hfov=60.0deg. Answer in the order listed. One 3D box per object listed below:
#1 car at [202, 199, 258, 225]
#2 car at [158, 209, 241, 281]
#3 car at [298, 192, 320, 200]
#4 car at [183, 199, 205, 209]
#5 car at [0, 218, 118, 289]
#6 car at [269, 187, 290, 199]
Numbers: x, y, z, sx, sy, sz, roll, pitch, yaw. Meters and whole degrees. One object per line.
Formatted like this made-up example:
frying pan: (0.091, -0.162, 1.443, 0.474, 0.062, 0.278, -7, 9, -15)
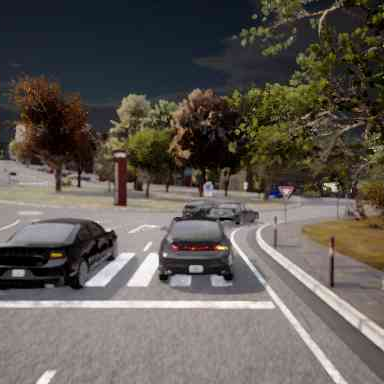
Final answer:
car: (2.960, 1.436, 22.708, 2.033, 1.411, 5.357, 1, -1, 28)
car: (0.105, 1.447, 9.711, 1.837, 1.490, 4.892, 0, 0, 0)
car: (20.606, 0.561, 58.529, 1.812, 1.442, 4.674, 0, 2, -15)
car: (1.211, 1.344, 25.983, 1.837, 1.490, 4.892, 2, 1, 36)
car: (-3.385, 1.427, 9.030, 1.882, 1.535, 5.008, 0, 0, 1)
car: (15.995, 0.132, 62.231, 2.150, 2.045, 5.566, -1, 2, -23)
